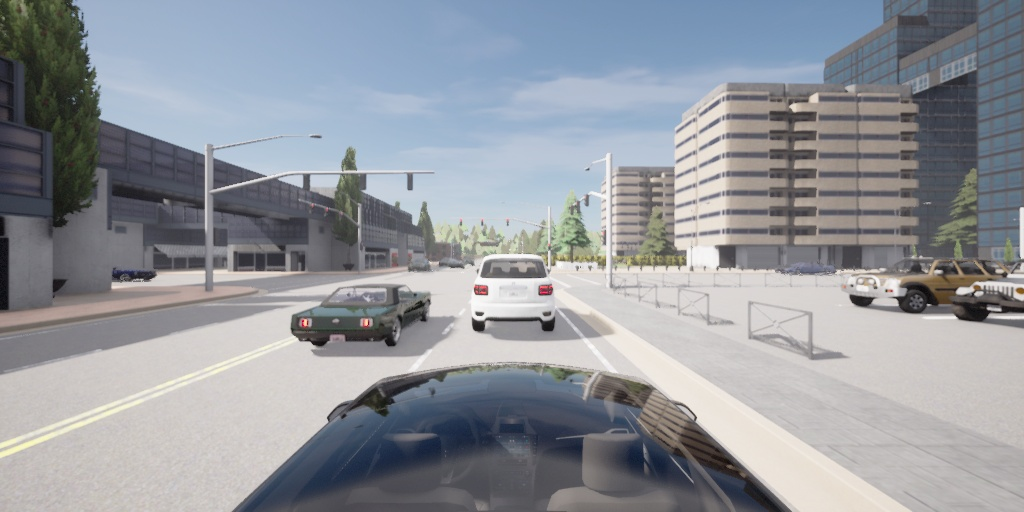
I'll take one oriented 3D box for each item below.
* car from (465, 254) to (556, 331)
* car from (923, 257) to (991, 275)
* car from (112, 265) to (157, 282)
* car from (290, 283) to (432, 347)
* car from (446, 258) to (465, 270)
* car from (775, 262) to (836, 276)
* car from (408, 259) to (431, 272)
[{"bbox_3d":[0.040,0.976,11.083,2.150,2.045,5.566,0,0,0],"label":"car"},{"bbox_3d":[46.792,1.036,37.768,4.181,1.385,1.994,0,0,-2],"label":"car"},{"bbox_3d":[-30.695,1.362,27.862,4.718,1.301,1.895,0,0,-1],"label":"car"},{"bbox_3d":[-3.463,1.354,9.346,1.895,1.301,4.718,0,0,0],"label":"car"},{"bbox_3d":[-8.362,1.374,54.864,1.895,1.301,4.718,0,0,-1],"label":"car"},{"bbox_3d":[30.583,1.313,37.406,5.357,1.411,2.033,0,0,-2],"label":"car"},{"bbox_3d":[-11.606,1.122,45.134,2.097,1.767,4.553,0,0,-2],"label":"car"}]
